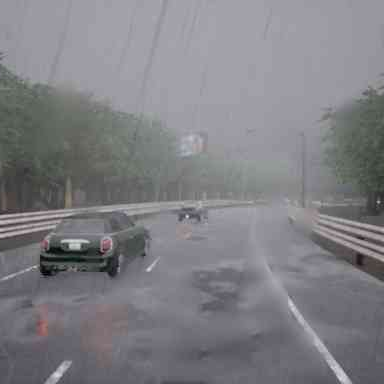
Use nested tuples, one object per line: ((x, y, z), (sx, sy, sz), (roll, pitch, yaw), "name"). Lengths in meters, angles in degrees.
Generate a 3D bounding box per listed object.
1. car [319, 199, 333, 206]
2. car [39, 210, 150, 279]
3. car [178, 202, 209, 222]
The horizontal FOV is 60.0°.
((31.666, 2.473, 78.578), (1.882, 1.535, 5.008), (0, -1, 42), "car")
((-2.729, 1.382, 10.407), (2.097, 1.767, 4.553), (0, 0, 5), "car")
((0.196, 1.653, 27.993), (1.837, 1.490, 4.892), (0, 0, 13), "car")
